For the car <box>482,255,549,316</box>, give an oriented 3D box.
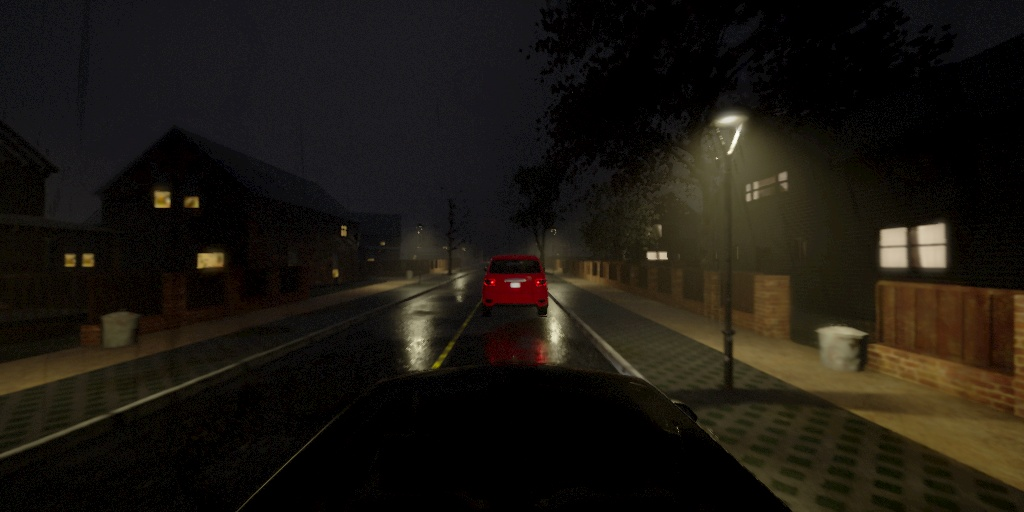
[{"bbox_3d":[0.103,0.970,13.473,2.150,2.045,5.566,0,0,0],"label":"car"}]
